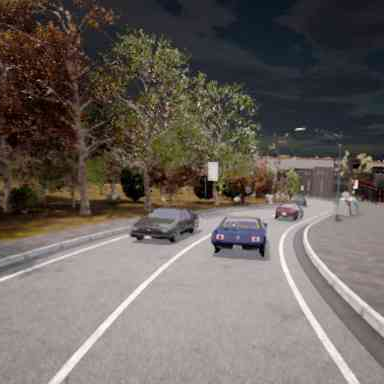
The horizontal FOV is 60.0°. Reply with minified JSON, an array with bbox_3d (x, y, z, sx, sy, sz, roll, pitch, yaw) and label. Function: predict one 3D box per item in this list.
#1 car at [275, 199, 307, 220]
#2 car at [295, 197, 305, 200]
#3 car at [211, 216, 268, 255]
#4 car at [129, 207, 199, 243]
[{"bbox_3d":[8.677,1.650,29.561,1.812,1.442,4.674,3,1,27],"label":"car"},{"bbox_3d":[17.494,1.661,54.273,1.837,1.490,4.892,3,1,28],"label":"car"},{"bbox_3d":[2.087,1.602,13.462,1.895,1.301,4.718,2,0,14],"label":"car"},{"bbox_3d":[-1.069,1.432,15.974,2.033,1.411,5.357,2,1,16],"label":"car"}]
